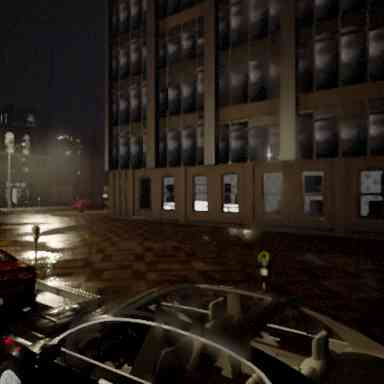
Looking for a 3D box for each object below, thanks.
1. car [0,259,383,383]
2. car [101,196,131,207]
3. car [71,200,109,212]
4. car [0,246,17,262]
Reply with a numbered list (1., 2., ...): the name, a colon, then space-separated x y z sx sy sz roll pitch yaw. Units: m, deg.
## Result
1. car: -0.101 1.540 2.952 4.403 1.369 2.008 0 0 35
2. car: -11.509 1.400 50.578 1.967 1.590 4.097 0 0 36
3. car: -11.299 1.492 36.672 1.802 1.307 4.206 0 0 36
4. car: -4.735 1.499 6.257 4.507 1.381 1.887 0 0 35
